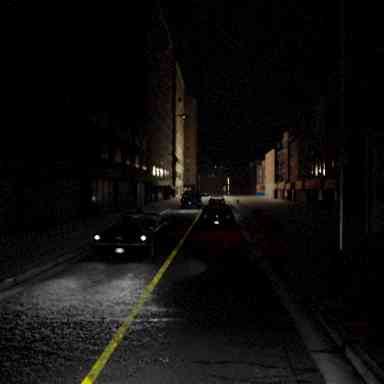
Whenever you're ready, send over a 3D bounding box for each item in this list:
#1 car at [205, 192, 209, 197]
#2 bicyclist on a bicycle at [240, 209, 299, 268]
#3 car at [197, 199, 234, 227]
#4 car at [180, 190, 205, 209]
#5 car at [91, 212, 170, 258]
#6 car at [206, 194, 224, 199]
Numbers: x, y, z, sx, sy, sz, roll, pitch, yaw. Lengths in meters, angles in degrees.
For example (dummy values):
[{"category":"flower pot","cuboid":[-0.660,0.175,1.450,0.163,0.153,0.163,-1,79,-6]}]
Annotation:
[{"category":"car","cuboid":[2.951,0.677,76.915,1.837,1.490,4.892,0,1,4]},{"category":"bicyclist on a bicycle","cuboid":[2.082,1.260,9.263,1.656,1.620,0.582,-9,0,4]},{"category":"car","cuboid":[1.544,1.367,20.559,1.895,1.301,4.718,0,1,4]},{"category":"car","cuboid":[-0.004,0.791,37.960,2.150,2.045,5.566,0,0,5]},{"category":"car","cuboid":[-2.039,1.452,12.299,1.895,1.301,4.718,0,1,4]},{"category":"car","cuboid":[2.928,1.164,38.830,1.895,1.301,4.718,0,1,4]}]
